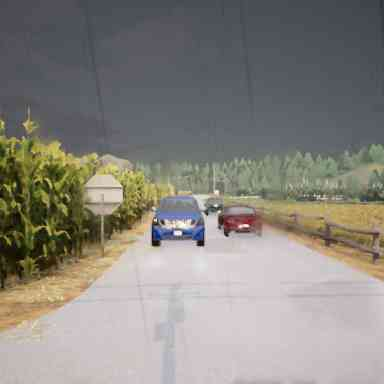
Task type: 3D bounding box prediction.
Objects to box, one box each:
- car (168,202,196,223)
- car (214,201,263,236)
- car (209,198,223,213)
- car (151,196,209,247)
[{"bbox_3d":[-0.766,1.548,26.695,2.033,1.411,5.357,0,0,-1],"label":"car"},{"bbox_3d":[2.533,1.478,18.328,1.882,1.535,5.008,0,0,-1],"label":"car"},{"bbox_3d":[2.276,1.353,34.002,2.097,1.767,4.553,0,0,-1],"label":"car"},{"bbox_3d":[-0.599,1.223,15.360,2.150,2.045,5.566,0,0,-1],"label":"car"}]
